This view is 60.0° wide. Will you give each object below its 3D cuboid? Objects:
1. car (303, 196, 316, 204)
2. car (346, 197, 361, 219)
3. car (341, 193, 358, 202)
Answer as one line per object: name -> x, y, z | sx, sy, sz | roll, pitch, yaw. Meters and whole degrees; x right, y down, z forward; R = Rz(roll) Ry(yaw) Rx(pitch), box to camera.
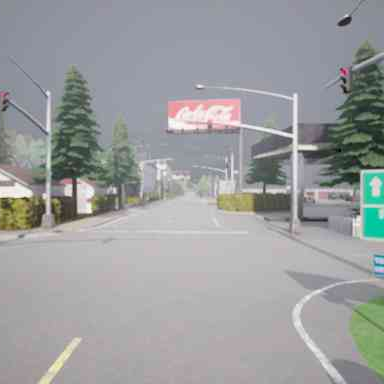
car -> 22.555, 1.535, 64.497 | 1.970, 1.475, 3.806 | 0, 0, 0
car -> 14.389, 1.498, 25.437 | 3.866, 1.878, 1.905 | 0, 0, 0
car -> 34.964, 1.470, 72.279 | 2.007, 1.523, 4.514 | 0, 0, 0
